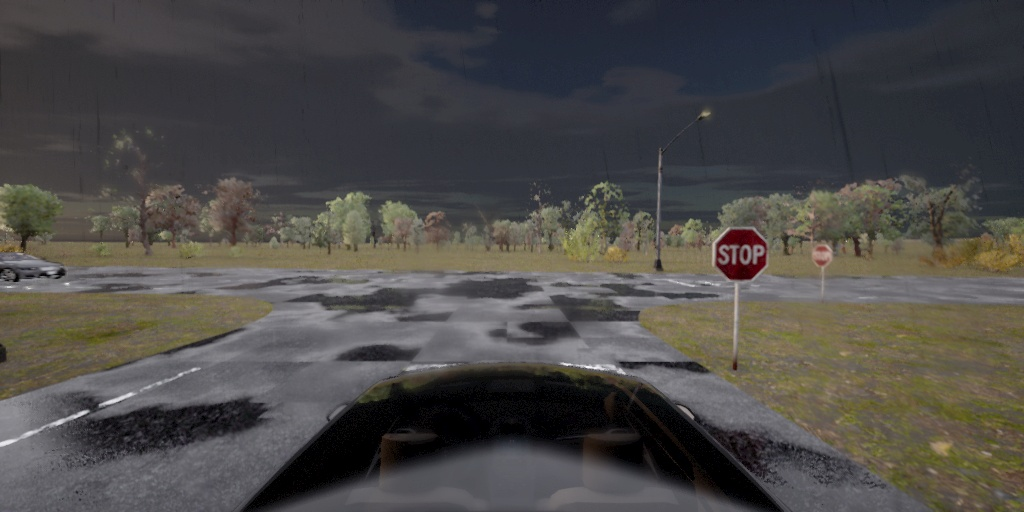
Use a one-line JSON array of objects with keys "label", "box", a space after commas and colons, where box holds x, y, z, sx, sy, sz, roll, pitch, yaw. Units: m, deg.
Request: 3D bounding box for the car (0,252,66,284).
[{"label": "car", "box": [-25.703, 0.553, 18.138, 4.902, 1.511, 2.128, 1, 2, 0]}]
